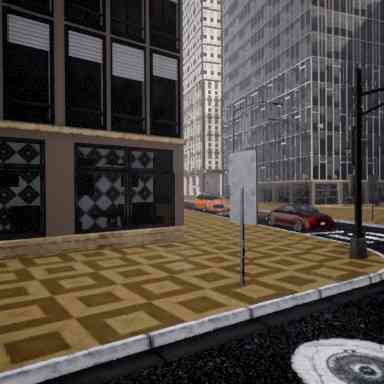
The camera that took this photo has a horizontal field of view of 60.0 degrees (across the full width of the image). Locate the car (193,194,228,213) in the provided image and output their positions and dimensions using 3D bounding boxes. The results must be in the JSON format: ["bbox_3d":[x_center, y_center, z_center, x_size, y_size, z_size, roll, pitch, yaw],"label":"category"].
[{"bbox_3d":[1.740,1.016,32.139,2.097,1.767,4.553,-1,1,-19],"label":"car"}]

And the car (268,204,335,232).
[{"bbox_3d":[6.125,1.418,19.087,1.994,1.385,4.181,-1,1,-19],"label":"car"}]
